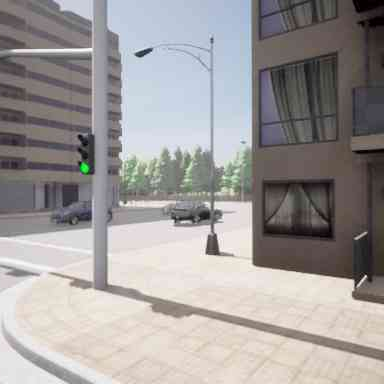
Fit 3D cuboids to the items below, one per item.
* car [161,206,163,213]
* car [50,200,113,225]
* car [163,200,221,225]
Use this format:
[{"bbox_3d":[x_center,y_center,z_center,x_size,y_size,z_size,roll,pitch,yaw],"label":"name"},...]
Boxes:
[{"bbox_3d":[-1.189,1.570,34.775,2.128,1.511,4.902,0,0,35],"label":"car"},{"bbox_3d":[-8.174,1.429,24.825,2.097,1.767,4.553,0,0,35],"label":"car"},{"bbox_3d":[0.406,1.549,24.701,2.128,1.511,4.902,0,0,35],"label":"car"}]
